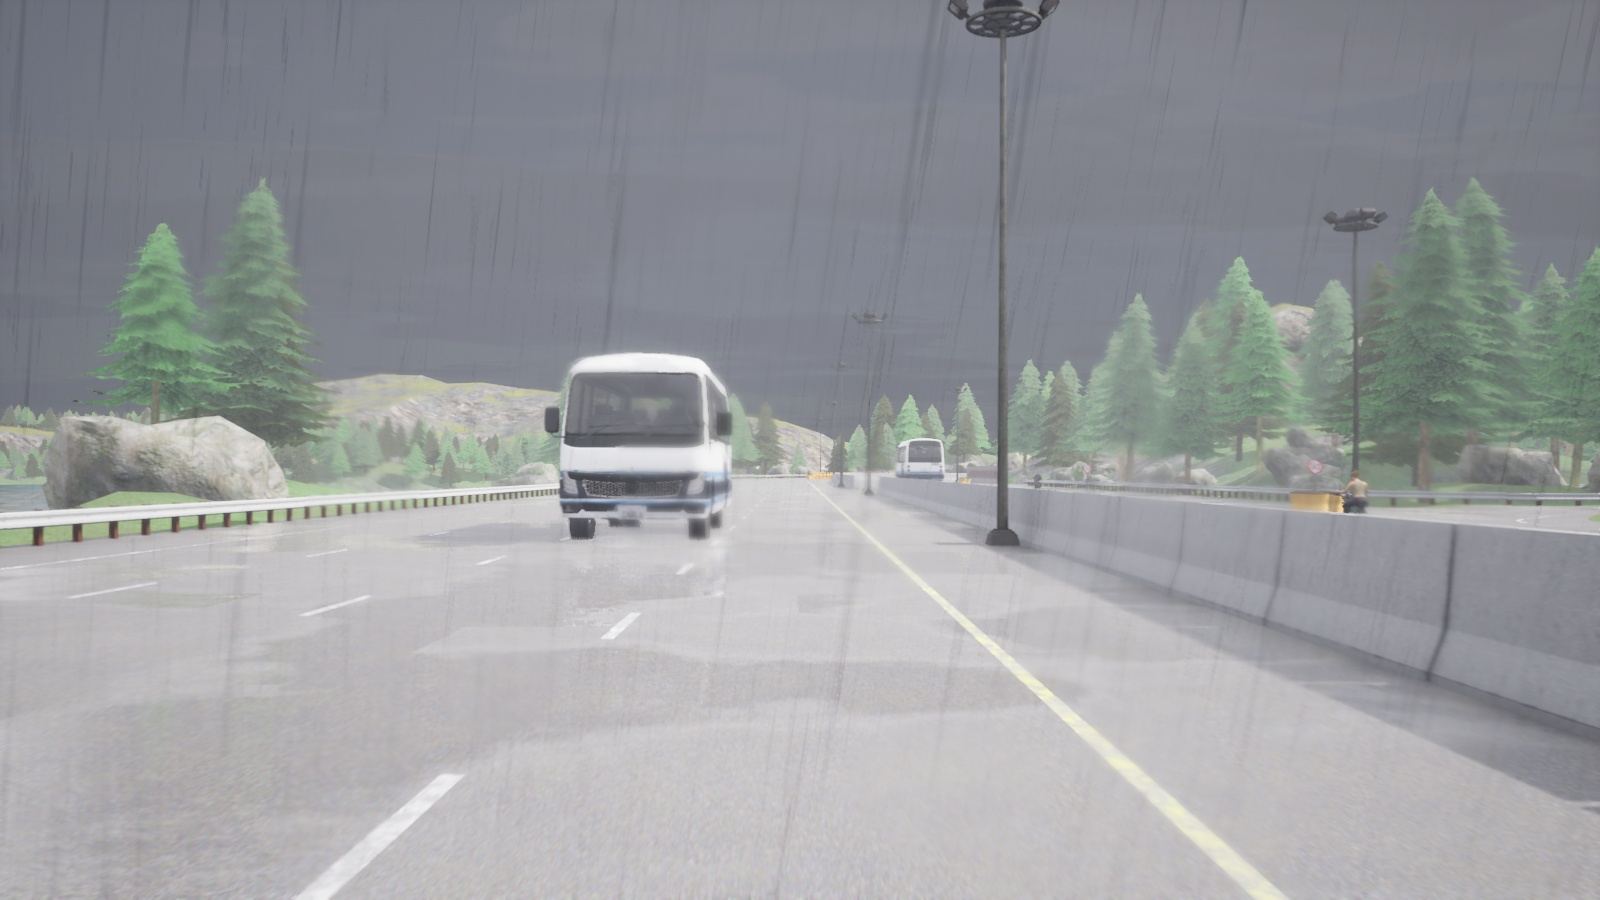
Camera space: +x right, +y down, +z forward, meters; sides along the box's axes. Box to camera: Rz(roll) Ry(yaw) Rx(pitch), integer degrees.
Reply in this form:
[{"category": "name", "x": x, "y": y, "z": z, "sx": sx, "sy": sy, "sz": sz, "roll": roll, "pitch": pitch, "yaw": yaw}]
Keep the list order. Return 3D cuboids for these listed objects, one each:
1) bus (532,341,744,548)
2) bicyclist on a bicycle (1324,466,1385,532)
[{"category": "bus", "x": -3.579, "y": -0.027, "z": 31.104, "sx": 3.944, "sy": 4.253, "sz": 10.273, "roll": 0, "pitch": -1, "yaw": 0}, {"category": "bicyclist on a bicycle", "x": 13.926, "y": 1.224, "z": 31.578, "sx": 0.866, "sy": 1.612, "sz": 1.509, "roll": 0, "pitch": -1, "yaw": 0}]
